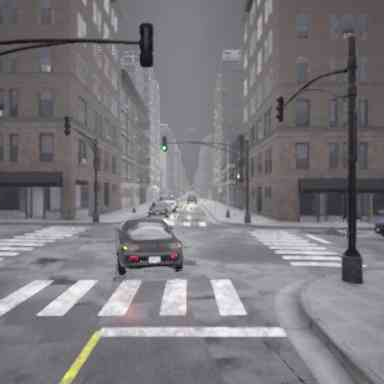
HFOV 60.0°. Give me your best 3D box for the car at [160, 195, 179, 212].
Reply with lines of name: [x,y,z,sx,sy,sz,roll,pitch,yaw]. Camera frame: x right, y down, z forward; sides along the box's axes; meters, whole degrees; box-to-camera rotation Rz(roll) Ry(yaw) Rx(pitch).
car: [-3.096,1.418,41.730,2.150,2.045,5.566,0,0,0]

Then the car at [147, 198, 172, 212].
car: [-3.113,1.651,31.675,1.837,1.490,4.892,0,0,-2]

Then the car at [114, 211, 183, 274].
car: [-1.501,1.569,10.751,1.812,1.442,4.674,0,0,-14]

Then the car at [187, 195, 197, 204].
car: [-0.003,1.577,72.596,2.150,2.045,5.566,0,0,0]

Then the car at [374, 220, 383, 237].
car: [12.356,1.774,17.642,5.008,1.535,1.882,1,0,0]

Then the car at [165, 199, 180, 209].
car: [-3.065,1.797,52.308,2.033,1.411,5.357,0,0,0]
